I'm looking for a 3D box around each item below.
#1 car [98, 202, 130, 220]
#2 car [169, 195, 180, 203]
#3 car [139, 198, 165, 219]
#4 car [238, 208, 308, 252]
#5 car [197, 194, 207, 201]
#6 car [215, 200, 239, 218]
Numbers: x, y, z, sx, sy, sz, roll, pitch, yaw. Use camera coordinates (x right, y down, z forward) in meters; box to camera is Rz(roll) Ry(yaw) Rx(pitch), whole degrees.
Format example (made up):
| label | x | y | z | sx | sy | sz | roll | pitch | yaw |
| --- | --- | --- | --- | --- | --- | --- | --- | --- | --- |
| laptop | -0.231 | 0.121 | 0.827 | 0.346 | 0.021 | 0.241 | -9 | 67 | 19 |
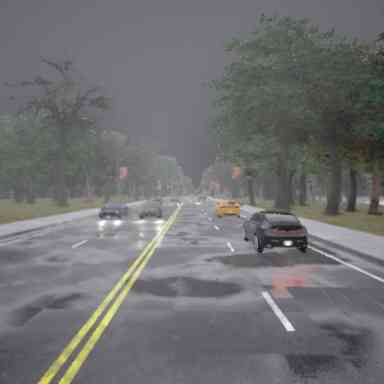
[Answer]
| label | x | y | z | sx | sy | sz | roll | pitch | yaw |
| --- | --- | --- | --- | --- | --- | --- | --- | --- | --- |
| car | -6.698 | 1.585 | 29.207 | 2.033 | 1.411 | 5.357 | 0 | 0 | 0 |
| car | -3.621 | 1.446 | 69.935 | 2.097 | 1.767 | 4.553 | 0 | 0 | 0 |
| car | -3.448 | 1.542 | 29.150 | 1.837 | 1.490 | 4.892 | 0 | 0 | 0 |
| car | 3.318 | 1.522 | 13.925 | 1.837 | 1.490 | 4.892 | 0 | 0 | 0 |
| car | 2.843 | 1.510 | 89.159 | 2.097 | 1.767 | 4.553 | 0 | 0 | 0 |
| car | 3.237 | 1.516 | 30.808 | 1.882 | 1.535 | 5.008 | 0 | 0 | 0 |
